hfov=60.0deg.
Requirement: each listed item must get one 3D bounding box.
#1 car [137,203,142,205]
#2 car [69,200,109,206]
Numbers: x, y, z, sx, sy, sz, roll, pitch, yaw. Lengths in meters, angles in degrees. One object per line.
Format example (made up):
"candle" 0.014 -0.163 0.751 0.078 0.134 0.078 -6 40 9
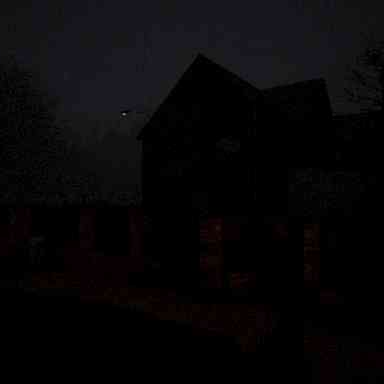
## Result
"car" -4.856 1.634 39.093 1.812 1.442 4.674 0 0 35
"car" -11.137 1.597 35.850 1.837 1.490 4.892 0 0 35
